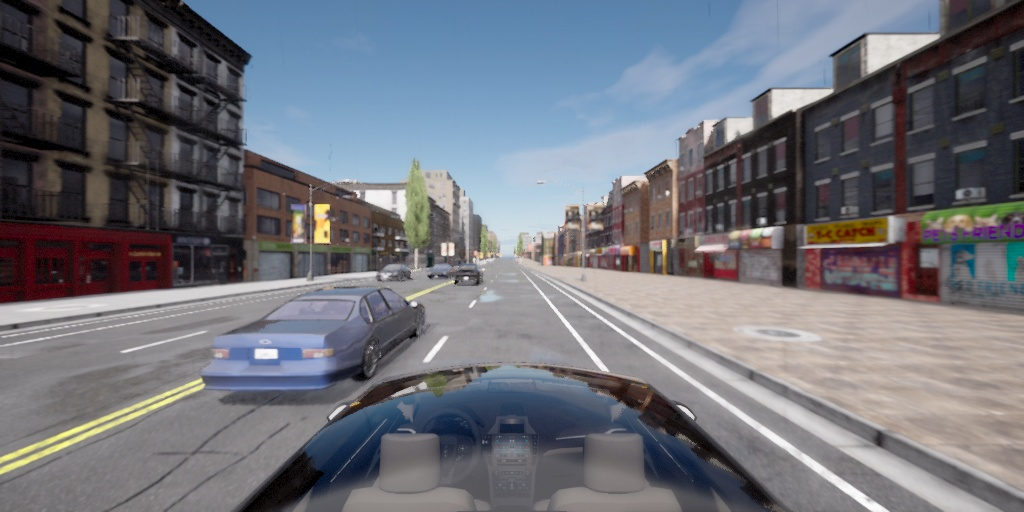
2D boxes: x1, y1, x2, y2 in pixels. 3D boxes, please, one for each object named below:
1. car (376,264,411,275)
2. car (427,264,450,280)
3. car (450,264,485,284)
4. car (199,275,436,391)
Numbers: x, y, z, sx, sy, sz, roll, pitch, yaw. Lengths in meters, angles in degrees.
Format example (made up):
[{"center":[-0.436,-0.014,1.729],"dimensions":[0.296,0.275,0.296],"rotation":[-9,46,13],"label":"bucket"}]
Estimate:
[{"center":[-9.839,1.385,30.241],"dimensions":[1.812,1.442,4.674],"rotation":[0,-1,0],"label":"car"},{"center":[-6.561,1.447,33.920],"dimensions":[2.033,1.411,5.357],"rotation":[0,-1,0],"label":"car"},{"center":[-3.183,1.326,27.254],"dimensions":[1.837,1.490,4.892],"rotation":[0,-1,0],"label":"car"},{"center":[-3.155,1.302,7.111],"dimensions":[2.033,1.411,5.357],"rotation":[0,0,0],"label":"car"}]
